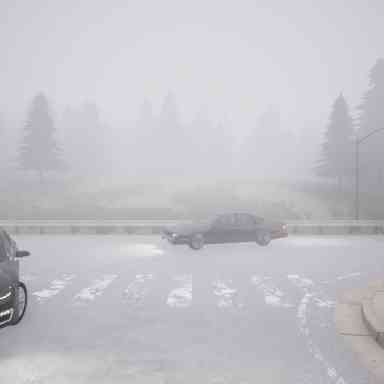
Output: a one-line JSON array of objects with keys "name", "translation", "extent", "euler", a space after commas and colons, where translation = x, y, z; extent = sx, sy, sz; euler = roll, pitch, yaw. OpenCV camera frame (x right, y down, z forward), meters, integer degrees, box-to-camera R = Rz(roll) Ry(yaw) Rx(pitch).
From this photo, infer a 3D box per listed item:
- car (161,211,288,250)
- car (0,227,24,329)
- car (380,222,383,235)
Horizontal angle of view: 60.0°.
[{"name": "car", "translation": [1.457, 1.547, 14.231], "extent": [5.357, 1.411, 2.033], "euler": [0, 0, -20]}, {"name": "car", "translation": [-4.458, 1.505, 6.589], "extent": [1.837, 1.490, 4.892], "euler": [0, 0, -28]}, {"name": "car", "translation": [11.236, 1.492, 15.111], "extent": [4.902, 1.511, 2.128], "euler": [0, 0, 0]}]
